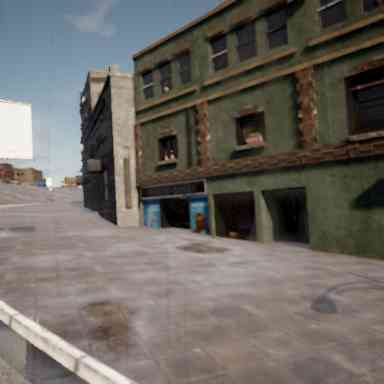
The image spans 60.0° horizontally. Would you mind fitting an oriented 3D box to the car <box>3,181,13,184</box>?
[{"bbox_3d":[-45.822,-2.119,79.060,2.002,1.452,4.674,-4,-2,9],"label":"car"}]
